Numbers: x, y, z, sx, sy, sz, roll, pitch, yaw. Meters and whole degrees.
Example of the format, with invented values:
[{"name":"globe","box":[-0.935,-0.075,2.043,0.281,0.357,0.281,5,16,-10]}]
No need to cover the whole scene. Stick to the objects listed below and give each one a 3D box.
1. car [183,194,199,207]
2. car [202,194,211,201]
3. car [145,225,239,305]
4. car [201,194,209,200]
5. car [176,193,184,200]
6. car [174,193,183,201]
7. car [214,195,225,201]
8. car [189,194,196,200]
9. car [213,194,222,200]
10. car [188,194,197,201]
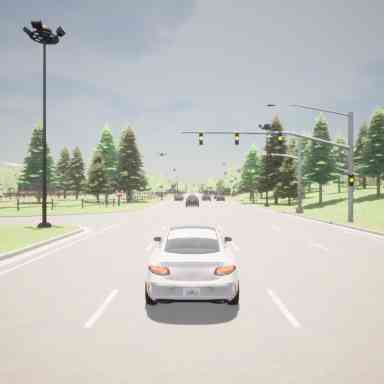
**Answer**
[{"name":"car","box":[0.068,1.352,51.829,2.097,1.767,4.553,0,0,0]},{"name":"car","box":[3.608,1.348,82.854,2.097,1.767,4.553,0,0,0]},{"name":"car","box":[0.017,1.526,7.956,1.812,1.442,4.674,0,0,0]},{"name":"car","box":[3.621,1.372,92.887,2.033,1.411,5.357,0,0,0]},{"name":"car","box":[-3.379,1.187,92.866,2.097,1.767,4.553,0,0,0]},{"name":"car","box":[-3.392,1.544,82.860,1.994,1.385,4.181,0,0,0]},{"name":"car","box":[7.108,1.517,82.463,2.128,1.511,4.902,0,0,0]},{"name":"car","box":[0.121,1.332,92.892,1.837,1.490,4.892,0,0,0]},{"name":"car","box":[7.121,1.385,92.883,1.994,1.385,4.181,0,0,0]},{"name":"car","box":[0.108,1.348,82.858,2.097,1.767,4.553,0,0,0]}]
